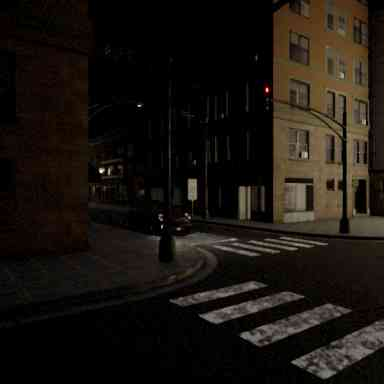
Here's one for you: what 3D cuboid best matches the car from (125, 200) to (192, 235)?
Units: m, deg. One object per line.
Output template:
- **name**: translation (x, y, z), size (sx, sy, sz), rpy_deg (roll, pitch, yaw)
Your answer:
- **car**: translation (-1.942, 1.263, 18.540), size (2.097, 1.767, 4.553), rpy_deg (0, 0, -36)
